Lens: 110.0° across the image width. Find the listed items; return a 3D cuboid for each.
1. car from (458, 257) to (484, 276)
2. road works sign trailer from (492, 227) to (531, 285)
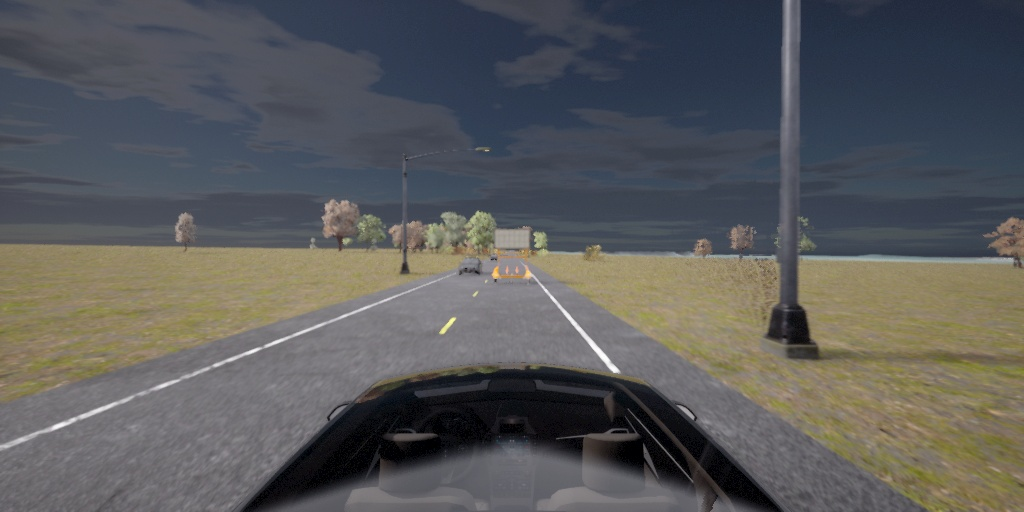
[{"bbox_3d":[-3.574,0.888,31.660,1.837,1.490,4.892,0,1,0],"label":"car"},{"bbox_3d":[0.008,-0.048,23.237,2.380,3.560,2.880,0,0,0],"label":"road works sign trailer"}]
